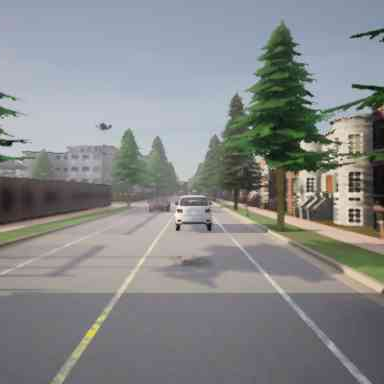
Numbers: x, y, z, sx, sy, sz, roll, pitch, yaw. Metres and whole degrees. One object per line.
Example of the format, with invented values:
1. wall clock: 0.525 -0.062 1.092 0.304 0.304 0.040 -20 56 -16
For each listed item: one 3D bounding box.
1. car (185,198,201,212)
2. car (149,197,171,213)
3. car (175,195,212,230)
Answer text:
1. car: 0.107 1.529 39.826 1.812 1.442 4.674 0 0 0
2. car: -3.569 1.354 37.193 2.097 1.767 4.553 0 0 0
3. car: 0.104 1.223 21.250 2.150 2.045 5.566 0 0 0
